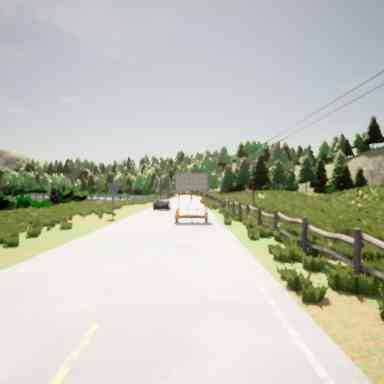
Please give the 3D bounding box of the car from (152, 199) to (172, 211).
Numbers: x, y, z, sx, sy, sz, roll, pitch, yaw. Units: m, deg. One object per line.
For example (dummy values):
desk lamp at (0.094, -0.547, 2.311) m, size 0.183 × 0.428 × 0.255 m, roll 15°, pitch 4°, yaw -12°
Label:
car at (-3.349, 1.413, 37.573) m, size 1.895 × 1.301 × 4.718 m, roll 0°, pitch 0°, yaw 0°

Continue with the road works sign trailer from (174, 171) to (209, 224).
road works sign trailer at (-0.032, 0.347, 23.361) m, size 2.380 × 3.560 × 2.880 m, roll 0°, pitch 0°, yaw 0°
